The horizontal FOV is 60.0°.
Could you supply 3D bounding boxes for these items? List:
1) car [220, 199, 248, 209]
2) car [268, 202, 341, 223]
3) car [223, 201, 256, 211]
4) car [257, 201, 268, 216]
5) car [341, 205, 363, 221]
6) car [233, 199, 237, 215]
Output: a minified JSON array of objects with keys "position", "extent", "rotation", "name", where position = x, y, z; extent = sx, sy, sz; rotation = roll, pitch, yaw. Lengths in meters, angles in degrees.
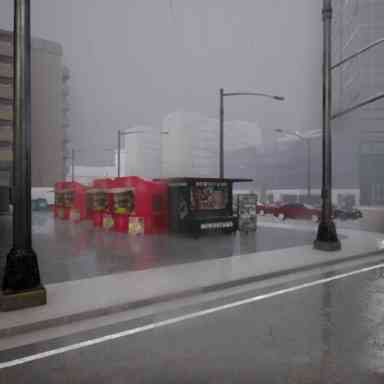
[{"position":[6.769,1.942,54.095],"extent":[1.812,1.442,4.674],"rotation":[0,-1,-36],"name":"car"},{"position":[8.956,1.581,26.835],"extent":[1.882,1.535,5.008],"rotation":[0,-1,-38],"name":"car"},{"position":[6.801,1.947,48.084],"extent":[1.895,1.301,4.718],"rotation":[0,-1,-36],"name":"car"},{"position":[6.910,1.680,35.657],"extent":[1.882,1.535,5.008],"rotation":[0,-1,-36],"name":"car"},{"position":[12.183,1.663,28.378],"extent":[1.994,1.385,4.181],"rotation":[0,-1,-35],"name":"car"},{"position":[3.506,1.742,34.394],"extent":[1.812,1.442,4.674],"rotation":[0,-1,-36],"name":"car"}]
